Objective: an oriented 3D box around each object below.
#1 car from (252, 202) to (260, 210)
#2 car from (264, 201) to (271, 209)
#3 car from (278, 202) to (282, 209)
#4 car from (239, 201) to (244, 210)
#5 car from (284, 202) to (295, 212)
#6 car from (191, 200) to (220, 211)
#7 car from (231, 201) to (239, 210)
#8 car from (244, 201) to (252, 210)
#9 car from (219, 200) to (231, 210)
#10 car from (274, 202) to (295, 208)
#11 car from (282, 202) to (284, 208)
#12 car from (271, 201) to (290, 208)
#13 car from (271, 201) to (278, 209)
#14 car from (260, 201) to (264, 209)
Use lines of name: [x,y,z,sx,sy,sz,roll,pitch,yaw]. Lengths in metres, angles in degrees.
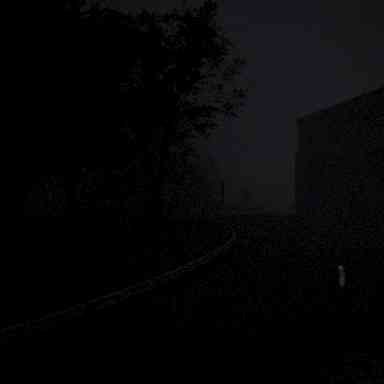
car: [11.825,2.968,74.895,5.566,2.045,2.435,0,-2,20]
car: [15.632,3.378,79.420,4.792,1.488,2.163,0,-1,21]
car: [19.561,3.438,83.910,4.892,1.521,2.231,0,-1,21]
car: [7.939,2.924,70.360,4.553,1.767,2.185,0,-2,20]
car: [20.642,3.260,66.139,1.837,1.490,4.892,0,-1,40]
car: [2.297,2.761,63.466,4.892,1.521,2.231,0,-2,19]
car: [6.101,2.702,68.064,5.566,2.045,2.435,0,-2,19]
car: [9.694,3.136,72.676,5.366,1.575,1.946,0,-1,20]
car: [4.152,2.605,65.782,5.566,2.045,2.435,0,-2,19]
car: [25.311,3.509,90.637,5.366,1.575,1.946,0,-1,22]
car: [21.534,3.466,86.129,5.008,1.535,2.097,0,-1,21]
car: [23.478,3.363,88.372,4.553,1.767,2.185,0,-1,22]
car: [17.581,3.147,81.673,5.566,2.045,2.435,0,-1,21]
car: [13.753,3.163,77.150,4.553,1.767,2.185,0,-1,20]
